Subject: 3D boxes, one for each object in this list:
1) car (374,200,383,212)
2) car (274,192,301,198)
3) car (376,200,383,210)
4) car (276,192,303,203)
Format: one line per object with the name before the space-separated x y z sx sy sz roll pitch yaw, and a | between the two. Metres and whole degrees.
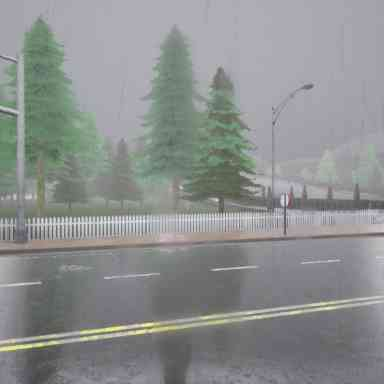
car | 22.657 1.592 36.385 1.895 1.301 4.718 0 0 -19
car | 13.925 0.866 50.935 2.097 1.767 4.553 0 4 -19
car | 20.231 1.502 32.705 1.837 1.490 4.892 0 0 -18
car | 16.093 0.863 55.413 1.895 1.301 4.718 0 5 -19
